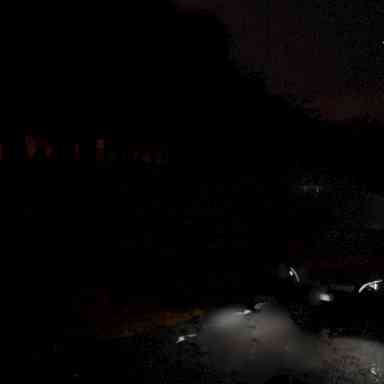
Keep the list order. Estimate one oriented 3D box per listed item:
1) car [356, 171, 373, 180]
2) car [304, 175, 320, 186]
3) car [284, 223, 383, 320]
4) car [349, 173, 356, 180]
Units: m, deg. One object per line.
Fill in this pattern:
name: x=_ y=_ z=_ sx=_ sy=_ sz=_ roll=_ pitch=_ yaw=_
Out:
car: x=31.519 y=-3.009 z=60.205 sx=1.970 sy=1.475 sz=3.806 roll=0 pitch=2 yaw=37
car: x=16.317 y=-1.599 z=45.164 sx=1.895 sy=1.301 sz=4.718 roll=0 pitch=5 yaw=21
car: x=3.748 y=1.494 z=7.560 sx=1.812 sy=1.442 sz=4.674 roll=0 pitch=1 yaw=39
car: x=33.764 y=-3.109 z=68.051 sx=1.994 sy=1.385 sz=4.181 roll=0 pitch=1 yaw=43
